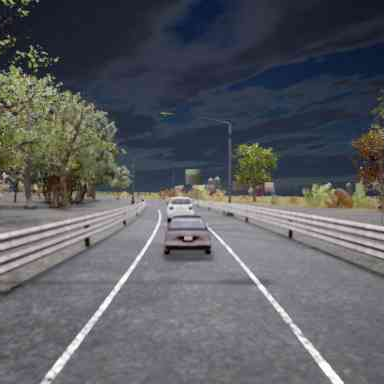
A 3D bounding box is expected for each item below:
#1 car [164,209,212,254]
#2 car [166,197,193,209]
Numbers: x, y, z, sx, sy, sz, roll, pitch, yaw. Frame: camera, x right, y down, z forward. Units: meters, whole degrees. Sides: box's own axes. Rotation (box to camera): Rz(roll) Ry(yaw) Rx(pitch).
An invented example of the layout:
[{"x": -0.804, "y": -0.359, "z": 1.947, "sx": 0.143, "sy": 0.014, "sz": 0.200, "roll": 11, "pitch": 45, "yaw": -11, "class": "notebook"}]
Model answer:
[{"x": -0.219, "y": 1.677, "z": 14.094, "sx": 2.033, "sy": 1.411, "sz": 5.357, "roll": 0, "pitch": 0, "yaw": -2, "class": "car"}, {"x": -1.068, "y": 1.477, "z": 29.151, "sx": 2.150, "sy": 2.045, "sz": 5.566, "roll": 0, "pitch": 0, "yaw": -4, "class": "car"}]
